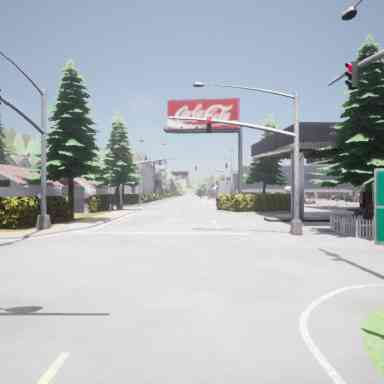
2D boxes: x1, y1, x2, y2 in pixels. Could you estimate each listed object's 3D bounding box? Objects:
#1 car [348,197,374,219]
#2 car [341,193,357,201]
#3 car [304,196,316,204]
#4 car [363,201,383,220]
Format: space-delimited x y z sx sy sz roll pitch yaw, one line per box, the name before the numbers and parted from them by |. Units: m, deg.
car | 14.310 1.504 25.024 3.866 1.878 1.905 0 0 0
car | 34.737 1.489 71.931 2.007 1.523 4.514 0 0 0
car | 22.351 1.552 64.110 1.970 1.475 3.806 0 0 0
car | 18.623 1.672 30.704 4.611 1.667 2.242 0 0 0
